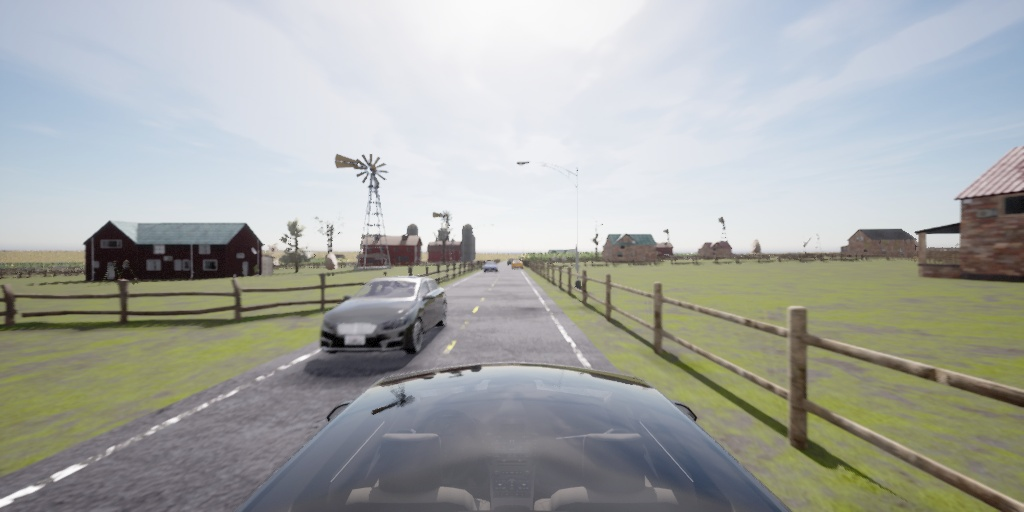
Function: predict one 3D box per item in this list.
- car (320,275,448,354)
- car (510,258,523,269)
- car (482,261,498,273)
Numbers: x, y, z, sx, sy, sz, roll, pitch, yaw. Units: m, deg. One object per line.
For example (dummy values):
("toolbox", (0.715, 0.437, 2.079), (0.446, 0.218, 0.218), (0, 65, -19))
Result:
("car", (-2.840, 1.266, 8.951), (2.128, 1.511, 4.902), (0, 0, 0))
("car", (0.946, 1.480, 62.474), (1.882, 1.535, 5.008), (0, 0, 0))
("car", (-2.840, 1.461, 48.267), (1.812, 1.442, 4.674), (0, 0, 0))
